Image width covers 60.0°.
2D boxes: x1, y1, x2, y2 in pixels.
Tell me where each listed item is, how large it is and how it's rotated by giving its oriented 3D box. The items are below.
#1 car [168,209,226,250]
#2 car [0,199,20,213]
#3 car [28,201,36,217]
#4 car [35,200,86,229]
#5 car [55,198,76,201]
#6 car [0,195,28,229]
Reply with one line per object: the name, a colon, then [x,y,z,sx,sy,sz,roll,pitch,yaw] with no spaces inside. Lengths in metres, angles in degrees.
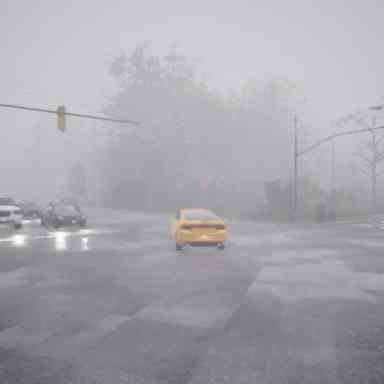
car: [0.099,1.466,14.380,1.882,1.535,5.008,1,0,-8]
car: [-20.773,1.559,37.096,1.994,1.385,4.181,0,0,-39]
car: [-14.496,1.541,29.262,2.033,1.411,5.357,0,0,-38]
car: [-8.515,1.519,21.767,1.812,1.442,4.674,0,0,-39]
car: [-12.824,1.341,33.084,2.097,1.767,4.553,0,0,-39]
car: [-12.398,1.220,21.034,2.150,2.045,5.566,0,0,-39]
